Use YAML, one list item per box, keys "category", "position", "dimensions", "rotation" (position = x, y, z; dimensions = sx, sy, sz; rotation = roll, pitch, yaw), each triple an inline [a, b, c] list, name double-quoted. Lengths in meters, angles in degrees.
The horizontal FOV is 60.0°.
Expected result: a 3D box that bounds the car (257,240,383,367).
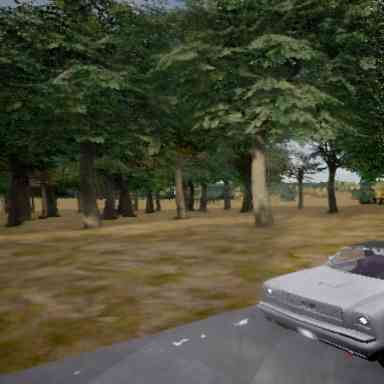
- category: "car"
  position: [3.354, 1.600, 5.768]
  dimensions: [4.718, 1.301, 1.895]
  rotation: [0, 0, -35]
